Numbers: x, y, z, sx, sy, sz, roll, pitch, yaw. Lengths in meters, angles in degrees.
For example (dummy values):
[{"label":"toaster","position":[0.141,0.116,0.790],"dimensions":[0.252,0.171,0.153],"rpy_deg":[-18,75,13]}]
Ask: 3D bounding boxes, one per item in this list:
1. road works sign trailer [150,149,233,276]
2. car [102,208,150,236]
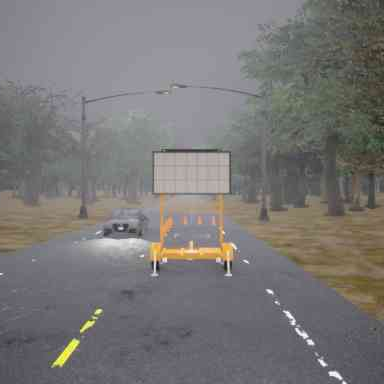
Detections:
[{"label":"road works sign trailer","position":[-0.010,0.476,10.359],"dimensions":[2.380,3.560,2.880],"rpy_deg":[0,0,0]},{"label":"car","position":[-3.490,1.586,18.238],"dimensions":[1.994,1.385,4.181],"rpy_deg":[0,0,0]}]
